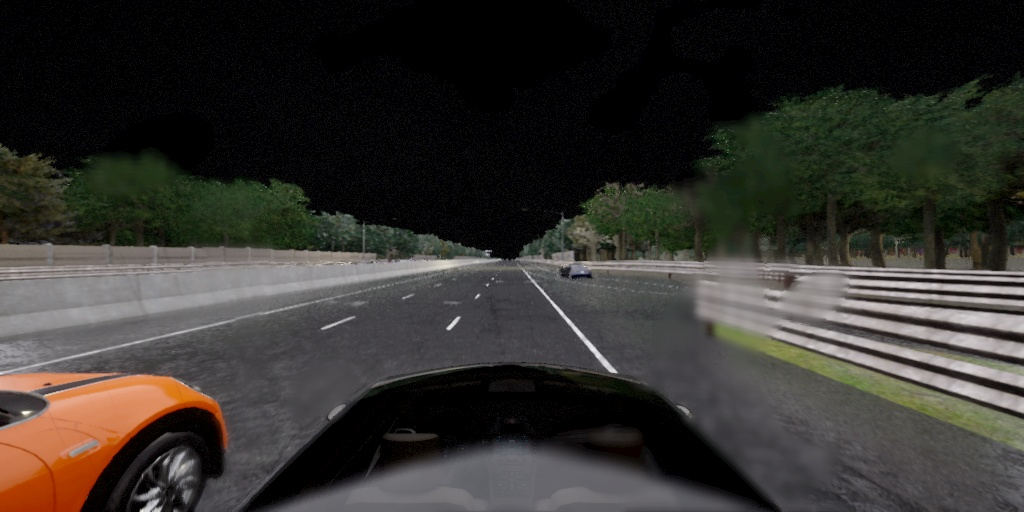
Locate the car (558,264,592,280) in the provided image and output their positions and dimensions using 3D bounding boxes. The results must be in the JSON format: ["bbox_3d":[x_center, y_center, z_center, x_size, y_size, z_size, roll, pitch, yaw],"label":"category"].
[{"bbox_3d":[5.746,1.394,33.193,1.994,1.385,4.181,-2,0,-11],"label":"car"}]

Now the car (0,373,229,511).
[{"bbox_3d":[-3.400,1.101,1.075,2.097,1.767,4.553,0,0,0],"label":"car"}]
